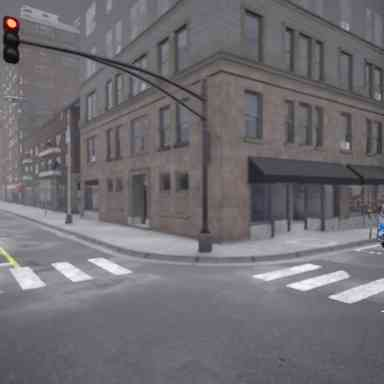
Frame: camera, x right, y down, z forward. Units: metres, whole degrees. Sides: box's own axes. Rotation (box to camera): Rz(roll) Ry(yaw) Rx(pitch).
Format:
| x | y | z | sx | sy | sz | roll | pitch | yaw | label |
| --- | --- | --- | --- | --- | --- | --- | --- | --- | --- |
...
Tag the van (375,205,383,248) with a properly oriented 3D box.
| x | y | z | sx | sy | sz | roll | pitch | yaw | label |
| --- | --- | --- | --- | --- | --- | --- | --- | --- | --- |
| 8.826 | 1.277 | 13.066 | 3.998 | 1.788 | 1.690 | 0 | 0 | -36 | van |
